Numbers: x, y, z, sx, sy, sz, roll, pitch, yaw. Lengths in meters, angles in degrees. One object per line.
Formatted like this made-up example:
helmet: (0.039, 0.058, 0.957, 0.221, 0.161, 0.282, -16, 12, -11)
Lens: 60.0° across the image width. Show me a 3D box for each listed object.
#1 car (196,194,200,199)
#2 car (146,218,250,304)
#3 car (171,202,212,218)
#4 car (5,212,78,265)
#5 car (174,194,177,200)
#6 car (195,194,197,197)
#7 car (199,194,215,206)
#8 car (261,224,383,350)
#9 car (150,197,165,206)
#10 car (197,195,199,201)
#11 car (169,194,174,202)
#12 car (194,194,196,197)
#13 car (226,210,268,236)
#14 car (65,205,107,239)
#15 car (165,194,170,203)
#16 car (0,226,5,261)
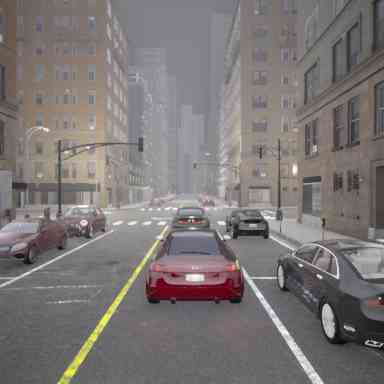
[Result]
car: (2.547, 1.528, 75.926, 1.967, 1.590, 4.097, 0, 0, 0)
car: (0.041, 1.564, 8.196, 1.994, 1.385, 4.181, 0, 0, -1)
car: (-0.047, 1.507, 17.109, 1.837, 1.490, 4.892, 0, 0, 0)
car: (-5.725, 1.583, 11.657, 1.802, 1.307, 4.206, 0, 0, 0)
car: (-6.031, 1.462, 92.121, 2.192, 1.841, 5.009, 0, 0, 0)
car: (2.512, 1.565, 86.744, 1.967, 1.590, 4.097, 0, 0, 0)
car: (2.618, 1.479, 54.291, 1.967, 1.590, 4.097, 0, 0, 0)
car: (2.828, 1.551, 6.198, 2.008, 1.369, 4.403, 0, 0, 0)
car: (-5.907, 1.621, 54.261, 1.802, 1.307, 4.206, 0, 0, 0)
car: (2.583, 1.610, 65.108, 2.008, 1.369, 4.403, 0, 0, 0)
car: (-5.994, 1.630, 81.133, 1.752, 1.417, 4.829, 0, 0, 0)
car: (2.493, 1.462, 92.154, 2.192, 1.841, 5.009, 0, 0, 0)
car: (2.772, 1.567, 17.201, 1.947, 1.339, 4.313, 0, 0, 0)
car: (-5.753, 1.442, 17.158, 1.967, 1.590, 4.097, 0, 0, 0)
car: (-5.941, 1.610, 65.077, 2.008, 1.369, 4.403, 0, 0, 0)
car: (-5.697, 1.566, 6.155, 1.947, 1.339, 4.313, 0, 0, 0)
